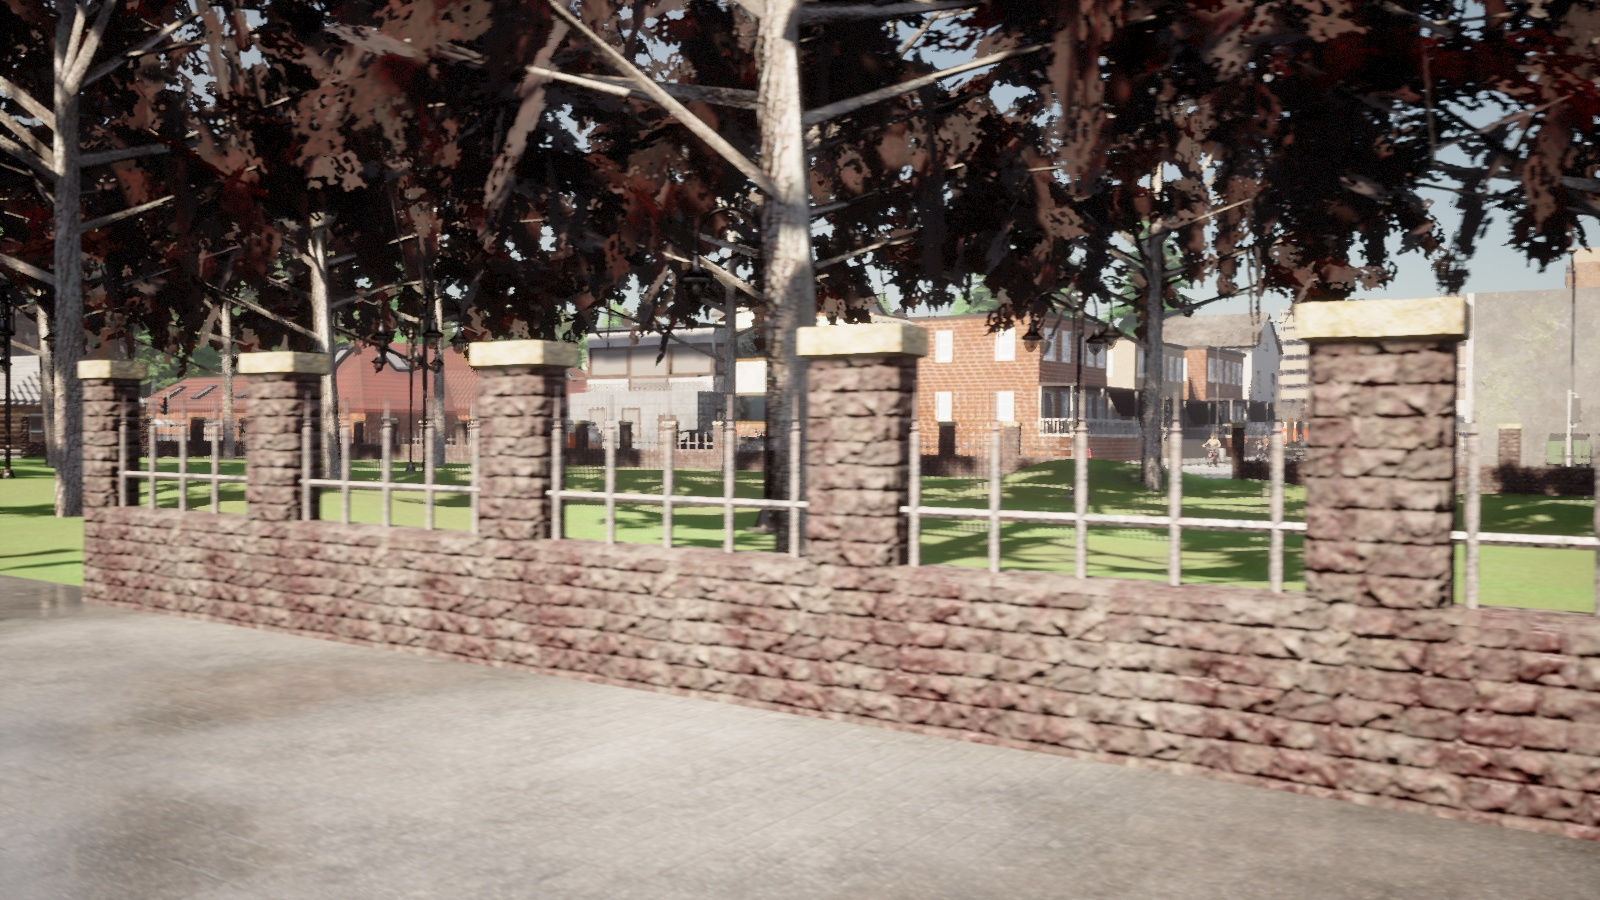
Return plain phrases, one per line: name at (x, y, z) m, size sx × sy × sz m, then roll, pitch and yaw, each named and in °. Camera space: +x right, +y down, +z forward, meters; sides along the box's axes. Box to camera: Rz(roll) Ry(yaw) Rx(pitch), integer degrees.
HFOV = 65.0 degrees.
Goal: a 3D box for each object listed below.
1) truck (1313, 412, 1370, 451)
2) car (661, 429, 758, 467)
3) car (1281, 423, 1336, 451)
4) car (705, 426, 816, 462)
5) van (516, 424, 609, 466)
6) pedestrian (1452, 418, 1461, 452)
truck at (37.150, -1.289, 86.061) m, size 2.627 × 2.467 × 5.204 m, roll 0°, pitch 3°, yaw 34°
car at (-4.073, -0.104, 56.476) m, size 3.988 × 1.617 × 1.851 m, roll 0°, pitch 1°, yaw 32°
car at (31.392, -0.831, 77.433) m, size 2.152 × 1.651 × 5.027 m, roll 0°, pitch 1°, yaw 34°
car at (-1.928, -0.289, 59.849) m, size 5.027 × 1.651 × 2.152 m, roll 0°, pitch 1°, yaw 36°
van at (-11.654, -0.250, 61.516) m, size 4.442 × 1.987 × 1.775 m, roll 0°, pitch 1°, yaw 31°
pedestrian at (35.583, -0.810, 68.072) m, size 0.353 × 1.847 × 0.614 m, roll 0°, pitch 1°, yaw 36°
